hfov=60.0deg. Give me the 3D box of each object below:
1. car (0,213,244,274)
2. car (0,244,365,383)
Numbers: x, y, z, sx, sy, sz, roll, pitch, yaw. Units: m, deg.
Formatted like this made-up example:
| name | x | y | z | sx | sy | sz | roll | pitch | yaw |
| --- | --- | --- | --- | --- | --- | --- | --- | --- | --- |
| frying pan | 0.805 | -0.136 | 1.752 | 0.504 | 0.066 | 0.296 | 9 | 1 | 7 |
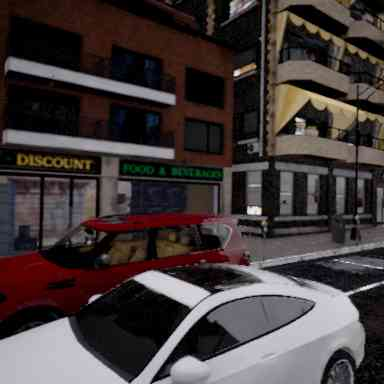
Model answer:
| name | x | y | z | sx | sy | sz | roll | pitch | yaw |
| --- | --- | --- | --- | --- | --- | --- | --- | --- | --- |
| car | -1.155 | 1.341 | 5.715 | 5.009 | 1.841 | 2.192 | 1 | 0 | -35 |
| car | -0.089 | 1.546 | 3.296 | 4.674 | 1.442 | 1.812 | 1 | 0 | -36 |
